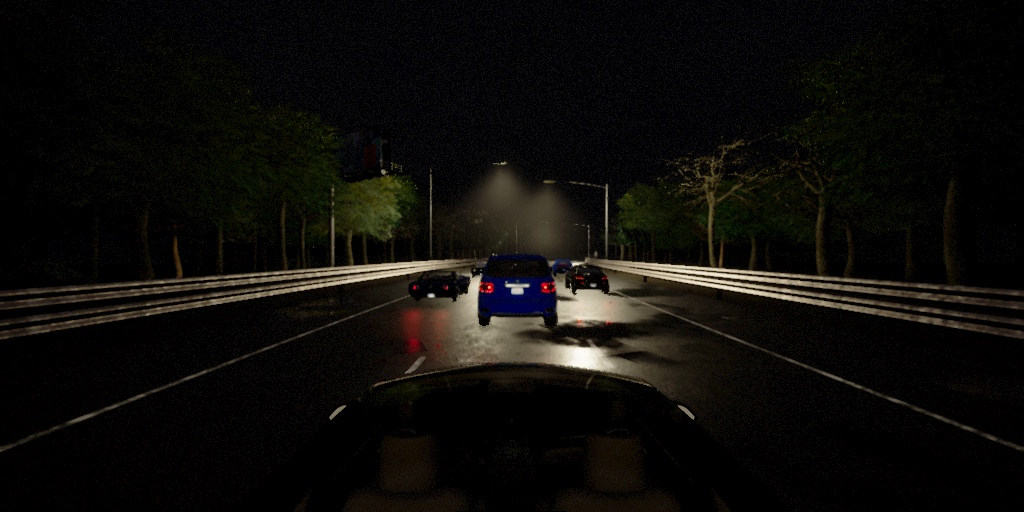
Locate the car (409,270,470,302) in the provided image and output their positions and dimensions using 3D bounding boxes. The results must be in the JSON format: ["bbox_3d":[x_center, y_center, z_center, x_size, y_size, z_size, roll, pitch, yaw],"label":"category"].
[{"bbox_3d":[-3.152,1.286,16.628,1.895,1.301,4.718,0,0,2],"label":"car"}]

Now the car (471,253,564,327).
[{"bbox_3d":[0.174,0.931,11.551,2.150,2.045,5.566,0,1,1],"label":"car"}]

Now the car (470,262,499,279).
[{"bbox_3d":[-2.337,1.223,31.920,1.895,1.301,4.718,0,0,4],"label":"car"}]

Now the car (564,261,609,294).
[{"bbox_3d":[3.959,1.200,19.326,1.812,1.442,4.674,0,0,2],"label":"car"}]
